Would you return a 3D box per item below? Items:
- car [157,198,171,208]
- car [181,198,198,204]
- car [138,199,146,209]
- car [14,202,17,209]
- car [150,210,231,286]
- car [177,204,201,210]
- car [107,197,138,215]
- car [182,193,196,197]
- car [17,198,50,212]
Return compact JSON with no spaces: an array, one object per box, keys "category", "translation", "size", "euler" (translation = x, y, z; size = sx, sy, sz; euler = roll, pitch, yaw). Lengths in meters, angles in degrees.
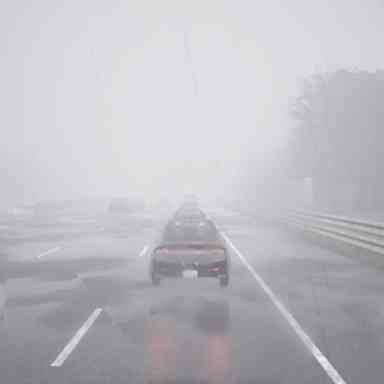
[{"category":"car","translation":[-3.908,1.507,46.499],"size":[2.033,1.411,5.357],"euler":[0,0,-1]},{"category":"car","translation":[-0.263,1.522,28.472],"size":[2.033,1.411,5.357],"euler":[0,0,-1]},{"category":"car","translation":[-7.378,1.563,44.695],"size":[1.895,1.301,4.718],"euler":[0,0,-1]},{"category":"car","translation":[-21.509,1.528,43.622],"size":[1.994,1.385,4.181],"euler":[0,0,0]},{"category":"car","translation":[-0.050,1.483,9.342],"size":[2.128,1.511,4.902],"euler":[0,0,0]},{"category":"car","translation":[-0.136,1.584,18.618],"size":[1.895,1.301,4.718],"euler":[0,0,-1]},{"category":"car","translation":[-7.241,1.323,34.264],"size":[2.097,1.767,4.553],"euler":[0,0,-1]},{"category":"car","translation":[-0.379,1.183,44.506],"size":[2.150,2.045,5.566],"euler":[0,0,-1]},{"category":"car","translation":[-17.980,1.445,38.979],"size":[1.882,1.535,5.008],"euler":[0,0,0]}]
